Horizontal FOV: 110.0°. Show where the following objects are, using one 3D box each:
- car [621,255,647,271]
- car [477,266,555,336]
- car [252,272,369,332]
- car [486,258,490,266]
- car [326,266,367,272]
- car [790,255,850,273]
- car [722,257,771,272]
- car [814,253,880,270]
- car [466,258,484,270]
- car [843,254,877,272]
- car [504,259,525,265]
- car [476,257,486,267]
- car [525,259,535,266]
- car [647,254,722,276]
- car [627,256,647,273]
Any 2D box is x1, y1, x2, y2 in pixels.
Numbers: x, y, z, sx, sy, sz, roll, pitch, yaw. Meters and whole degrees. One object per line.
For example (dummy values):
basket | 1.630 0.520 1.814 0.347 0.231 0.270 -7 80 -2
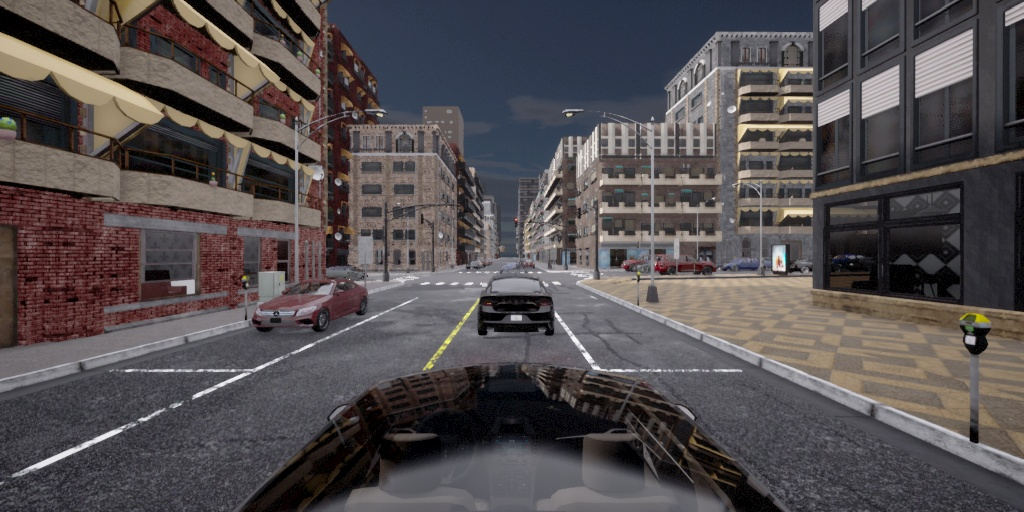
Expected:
car | 14.575 0.764 39.164 5.009 1.841 2.192 0 0 0
car | 0.099 1.227 10.465 1.882 1.535 5.008 0 0 0
car | -5.742 1.332 10.806 1.802 1.307 4.207 0 0 0
car | -5.689 1.086 64.194 2.192 1.841 5.009 0 0 0
car | -15.489 1.579 33.110 4.181 1.385 1.994 -1 0 -1
car | 25.803 0.822 30.881 4.313 1.339 1.948 0 0 0
car | 23.841 0.829 36.654 5.357 1.411 2.033 -1 0 -1
car | 34.277 0.562 36.734 5.008 1.535 1.882 -1 0 0
car | -5.689 1.330 52.829 1.948 1.339 4.313 0 0 0
car | 31.351 0.717 30.930 4.313 1.339 1.948 0 0 0
car | 0.034 1.307 43.235 2.033 1.411 5.357 0 0 7
car | -5.690 1.293 58.342 1.751 1.417 4.829 0 0 0
car | 2.691 1.207 58.513 1.967 1.591 4.097 0 0 0
car | 14.710 0.778 30.785 5.009 1.841 2.192 0 0 0
car | 14.446 1.021 36.572 4.181 1.385 1.994 -1 0 -1
